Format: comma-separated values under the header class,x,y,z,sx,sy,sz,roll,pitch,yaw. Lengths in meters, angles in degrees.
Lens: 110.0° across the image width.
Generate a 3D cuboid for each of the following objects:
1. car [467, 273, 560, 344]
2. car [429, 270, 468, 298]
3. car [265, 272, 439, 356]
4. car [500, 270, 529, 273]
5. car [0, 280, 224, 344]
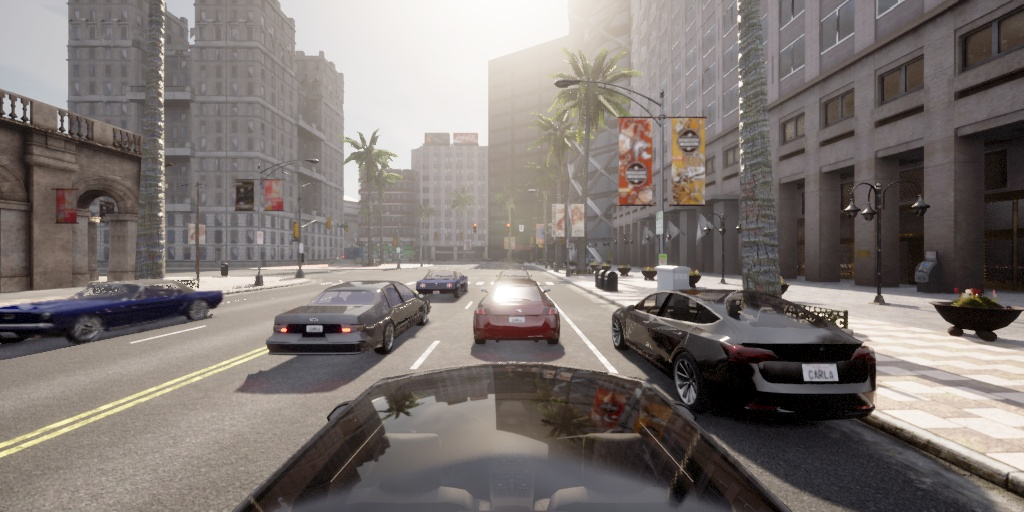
class,x,y,z,sx,sy,sz,roll,pitch,yaw
car,0.103,1.314,9.568,1.994,1.385,4.181,0,0,0
car,-3.396,1.351,18.335,1.895,1.301,4.718,0,0,0
car,-3.400,1.297,8.686,2.033,1.411,5.357,0,0,0
car,0.105,1.351,18.376,1.895,1.301,4.718,0,0,0
car,-10.580,1.351,9.741,1.895,1.301,4.718,0,0,0
